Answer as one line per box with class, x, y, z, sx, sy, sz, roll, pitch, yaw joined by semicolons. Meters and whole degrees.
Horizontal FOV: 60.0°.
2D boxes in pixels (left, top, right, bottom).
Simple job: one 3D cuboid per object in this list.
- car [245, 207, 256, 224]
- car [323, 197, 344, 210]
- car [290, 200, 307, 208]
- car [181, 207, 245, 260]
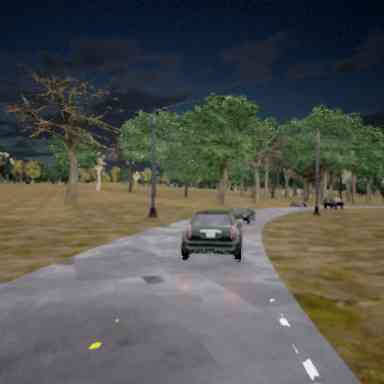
car;4.099;1.858;27.367;1.895;1.301;4.718;0;0;18
car;25.202;1.903;59.159;2.150;2.045;5.566;1;0;41
car;20.025;2.282;62.700;1.994;1.385;4.181;1;0;40
car;0.941;1.465;13.131;2.097;1.767;4.553;0;-1;9
